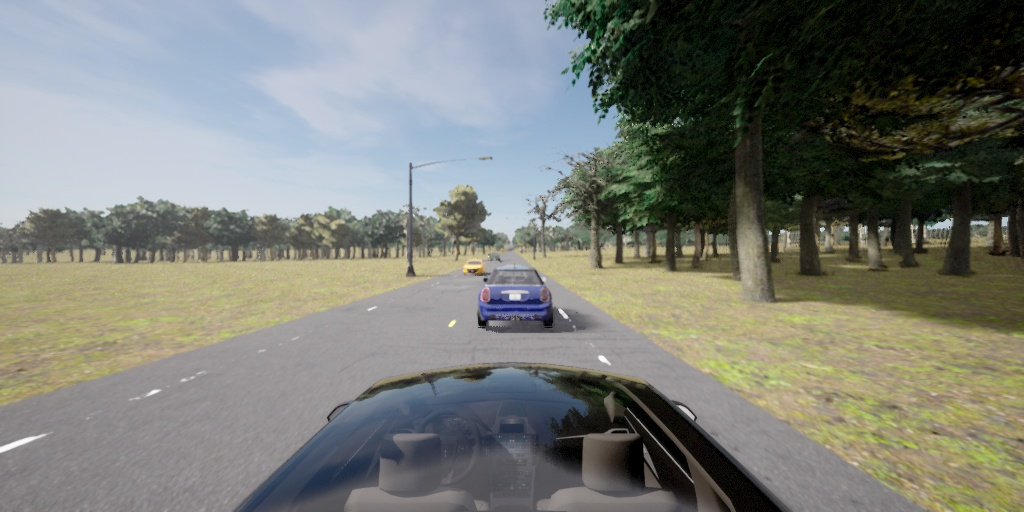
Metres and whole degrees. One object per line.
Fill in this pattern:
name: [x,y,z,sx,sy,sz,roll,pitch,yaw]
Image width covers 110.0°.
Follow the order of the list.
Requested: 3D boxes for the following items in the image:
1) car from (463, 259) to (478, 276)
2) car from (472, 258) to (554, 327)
car: [-3.599,1.078,35.101,1.882,1.535,5.008,0,1,0]
car: [0.088,1.083,11.564,2.097,1.767,4.553,0,0,0]
